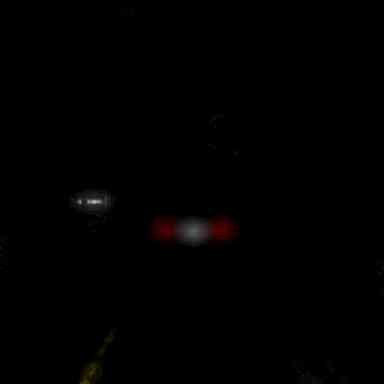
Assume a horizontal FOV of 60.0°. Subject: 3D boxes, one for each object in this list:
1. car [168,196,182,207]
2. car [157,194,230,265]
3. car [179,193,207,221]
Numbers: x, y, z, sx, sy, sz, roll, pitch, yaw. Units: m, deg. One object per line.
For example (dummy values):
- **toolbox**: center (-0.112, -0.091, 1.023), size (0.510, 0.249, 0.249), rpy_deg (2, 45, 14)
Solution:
- **car**: center (-2.575, 1.420, 51.701), size (1.837, 1.490, 4.892), rpy_deg (0, 0, 0)
- **car**: center (0.057, 1.196, 11.776), size (2.150, 2.045, 5.566), rpy_deg (0, 0, 0)
- **car**: center (0.070, 1.170, 28.257), size (2.150, 2.045, 5.566), rpy_deg (0, 0, 1)
